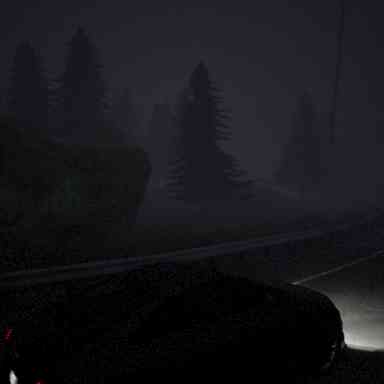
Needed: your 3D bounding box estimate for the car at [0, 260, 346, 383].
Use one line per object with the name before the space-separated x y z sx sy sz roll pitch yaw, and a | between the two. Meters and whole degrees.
car | 0.051 1.578 4.100 4.181 1.385 1.994 0 0 -37
